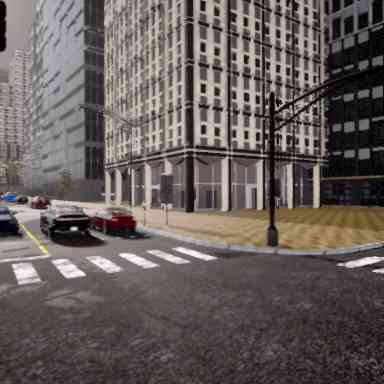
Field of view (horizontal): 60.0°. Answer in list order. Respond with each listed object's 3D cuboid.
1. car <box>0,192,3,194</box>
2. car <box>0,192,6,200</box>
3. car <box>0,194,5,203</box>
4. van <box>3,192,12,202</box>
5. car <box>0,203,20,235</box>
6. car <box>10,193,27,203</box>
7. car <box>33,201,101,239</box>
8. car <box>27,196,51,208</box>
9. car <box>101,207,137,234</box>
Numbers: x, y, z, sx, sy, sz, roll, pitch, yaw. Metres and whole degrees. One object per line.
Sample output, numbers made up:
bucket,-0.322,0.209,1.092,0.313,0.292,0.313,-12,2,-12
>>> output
car,-38.210,1.162,68.734,1.887,1.381,4.507,1,0,-37
car,-44.920,0.874,77.526,2.192,1.841,5.009,1,0,-37
car,-21.152,1.296,34.959,1.882,1.535,5.008,0,0,-33
van,-34.889,0.987,64.315,1.690,1.788,3.998,1,0,-37
car,-10.268,1.487,17.437,1.994,1.385,4.181,0,0,-31
car,-28.417,1.269,55.379,1.947,1.339,4.313,1,0,-35
car,-6.568,1.422,17.057,2.128,1.511,4.902,0,0,-31
car,-18.959,1.228,41.799,1.967,1.590,4.097,1,0,-34
car,-4.385,1.508,18.493,1.802,1.307,4.206,1,0,-31
